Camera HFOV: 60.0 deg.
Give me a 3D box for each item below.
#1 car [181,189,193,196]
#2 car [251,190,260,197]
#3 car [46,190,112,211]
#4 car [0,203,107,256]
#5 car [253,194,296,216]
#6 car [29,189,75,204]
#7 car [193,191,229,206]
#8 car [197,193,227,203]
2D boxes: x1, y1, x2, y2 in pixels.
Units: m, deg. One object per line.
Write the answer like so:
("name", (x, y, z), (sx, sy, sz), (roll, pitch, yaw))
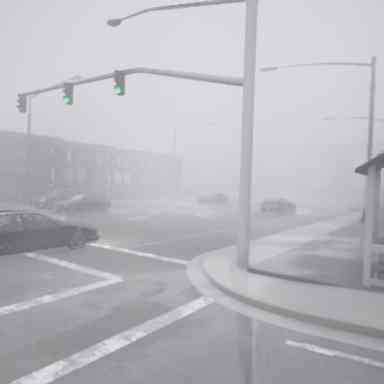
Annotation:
("car", (-1.140, 0.176, 65.519), (5.357, 1.411, 2.033), (2, 1, -13))
("car", (12.485, 0.273, 72.067), (4.553, 1.767, 2.097), (3, 2, 36))
("car", (-8.213, 0.854, 25.235), (1.812, 1.442, 4.674), (3, 2, 36))
("car", (-5.626, 1.295, 10.669), (2.033, 1.411, 5.357), (3, 2, 36))
("car", (7.586, 1.241, 29.041), (2.128, 1.511, 4.902), (3, 2, 36))
("car", (-10.913, 0.544, 27.439), (2.097, 1.767, 4.553), (3, 1, 36))
("car", (2.605, 0.810, 40.229), (1.882, 1.535, 5.008), (3, 2, 36))
("car", (2.803, 0.796, 46.460), (1.895, 1.301, 4.718), (3, 2, 36))
